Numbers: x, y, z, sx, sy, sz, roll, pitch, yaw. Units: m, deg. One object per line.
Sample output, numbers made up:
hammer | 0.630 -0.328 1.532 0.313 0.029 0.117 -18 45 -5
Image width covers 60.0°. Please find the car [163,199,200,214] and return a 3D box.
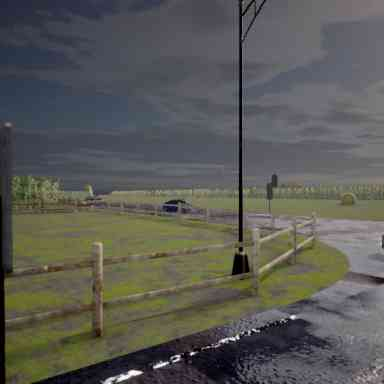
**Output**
car | -1.149 1.455 33.023 1.812 1.442 4.674 -1 1 -35

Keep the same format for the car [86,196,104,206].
car | -15.746 1.364 53.658 2.128 1.511 4.902 -1 0 -35
